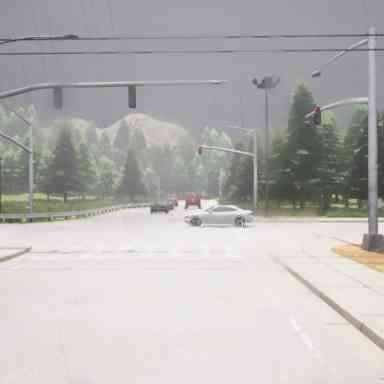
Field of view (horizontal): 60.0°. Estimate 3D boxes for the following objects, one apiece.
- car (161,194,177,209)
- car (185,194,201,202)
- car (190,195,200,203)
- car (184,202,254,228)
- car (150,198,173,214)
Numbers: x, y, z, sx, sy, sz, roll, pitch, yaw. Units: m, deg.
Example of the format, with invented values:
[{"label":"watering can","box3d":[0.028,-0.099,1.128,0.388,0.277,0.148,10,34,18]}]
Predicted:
[{"label":"car","box3d":[-3.554,1.478,44.688,2.097,1.767,4.553,0,0,0]},{"label":"car","box3d":[0.133,1.337,48.775,2.150,2.045,5.566,0,0,0]},{"label":"car","box3d":[0.636,1.525,73.380,2.097,1.767,4.553,0,0,2]},{"label":"car","box3d":[1.812,1.587,22.280,4.674,1.442,1.812,0,0,1]},{"label":"car","box3d":[-3.572,1.710,37.566,1.895,1.301,4.718,0,0,0]}]
